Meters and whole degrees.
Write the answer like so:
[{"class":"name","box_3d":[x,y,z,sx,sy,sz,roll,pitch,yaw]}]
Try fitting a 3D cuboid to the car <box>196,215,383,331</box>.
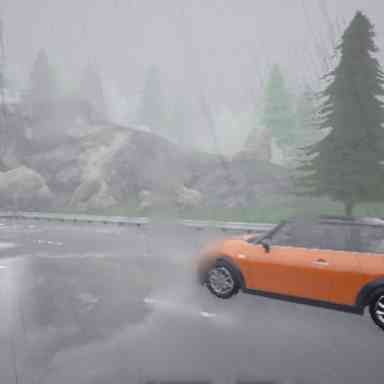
[{"class":"car","box_3d":[2.294,1.242,6.681,4.553,1.767,2.097,0,1,36]}]
